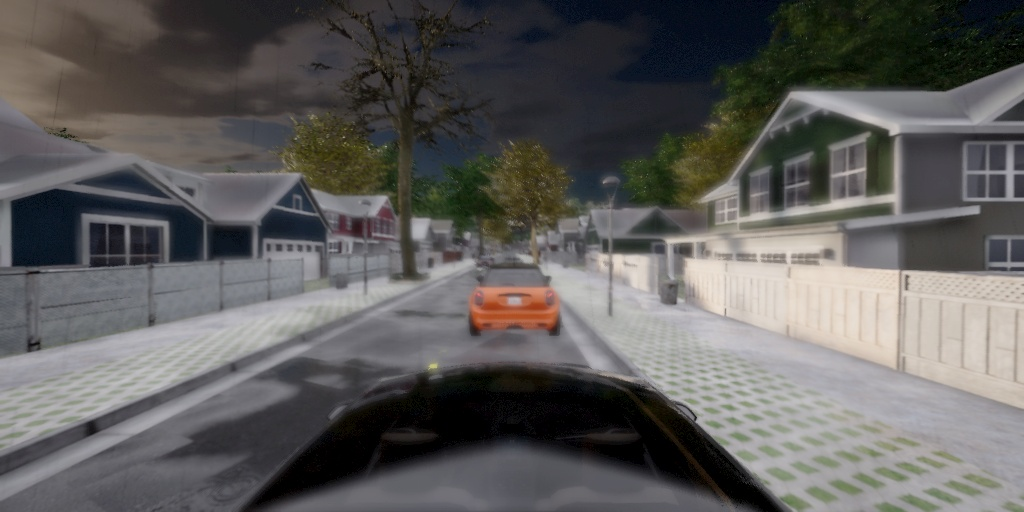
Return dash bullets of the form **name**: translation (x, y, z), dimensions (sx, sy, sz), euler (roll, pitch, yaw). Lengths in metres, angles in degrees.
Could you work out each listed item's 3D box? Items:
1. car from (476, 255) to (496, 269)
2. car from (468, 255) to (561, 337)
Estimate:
- **car**: translation (-2.851, 0.629, 40.305), dimensions (1.994, 1.385, 4.181), euler (0, 1, 0)
- **car**: translation (0.072, 0.954, 9.917), dimensions (2.097, 1.767, 4.553), euler (0, 1, 0)
